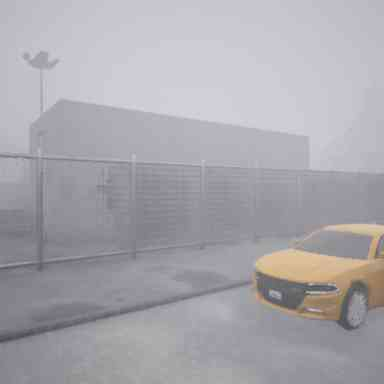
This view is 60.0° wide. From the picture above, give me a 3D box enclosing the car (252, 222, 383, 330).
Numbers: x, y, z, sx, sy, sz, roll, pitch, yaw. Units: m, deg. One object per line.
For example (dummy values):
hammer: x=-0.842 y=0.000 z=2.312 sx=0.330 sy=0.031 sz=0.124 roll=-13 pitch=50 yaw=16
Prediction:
car: x=3.436 y=1.442 z=7.023 sx=5.008 sy=1.535 sz=1.882 roll=0 pitch=0 yaw=-35
